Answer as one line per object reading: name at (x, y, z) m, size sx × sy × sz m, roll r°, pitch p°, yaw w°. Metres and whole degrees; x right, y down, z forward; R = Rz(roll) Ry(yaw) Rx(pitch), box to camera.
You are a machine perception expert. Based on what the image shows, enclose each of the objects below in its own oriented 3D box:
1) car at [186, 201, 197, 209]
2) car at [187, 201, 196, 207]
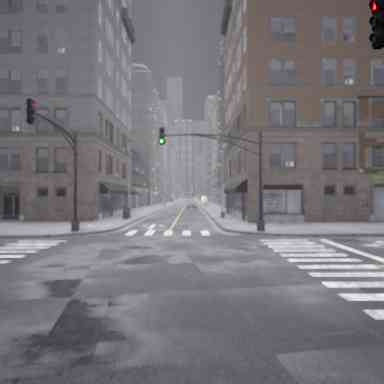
car at (-0.062, 2.378, 58.538) m, size 1.895 × 1.301 × 4.718 m, roll 0°, pitch -1°, yaw 0°
car at (-0.092, 2.450, 68.543) m, size 1.895 × 1.301 × 4.718 m, roll 0°, pitch -1°, yaw 0°
